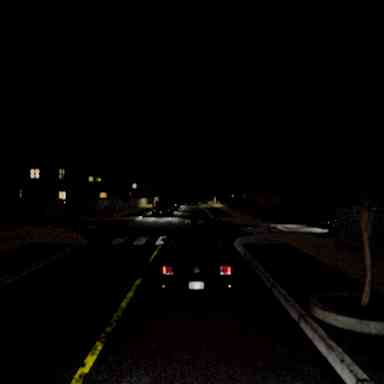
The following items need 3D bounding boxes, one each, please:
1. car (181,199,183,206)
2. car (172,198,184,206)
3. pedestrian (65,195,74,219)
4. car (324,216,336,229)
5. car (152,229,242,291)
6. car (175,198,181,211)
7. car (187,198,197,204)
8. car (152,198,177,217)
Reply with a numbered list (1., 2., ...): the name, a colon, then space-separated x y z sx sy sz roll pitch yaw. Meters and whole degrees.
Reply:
1. car: -2.870 1.877 54.150 1.812 1.442 4.674 0 0 0
2. car: -2.809 1.951 66.512 2.128 1.511 4.902 0 0 0
3. pedestrian: -9.642 1.166 26.132 0.375 1.860 0.375 0 -2 0
4. car: 11.527 2.004 23.222 4.181 1.385 1.994 1 -1 -1
5. car: 0.094 1.649 9.077 1.895 1.301 4.718 0 0 0
6. car: -2.867 1.622 43.947 2.097 1.767 4.553 0 0 0
7. car: -0.038 2.041 75.169 1.837 1.490 4.892 0 -1 0
8. car: -2.894 1.702 33.851 1.837 1.490 4.892 0 0 1
